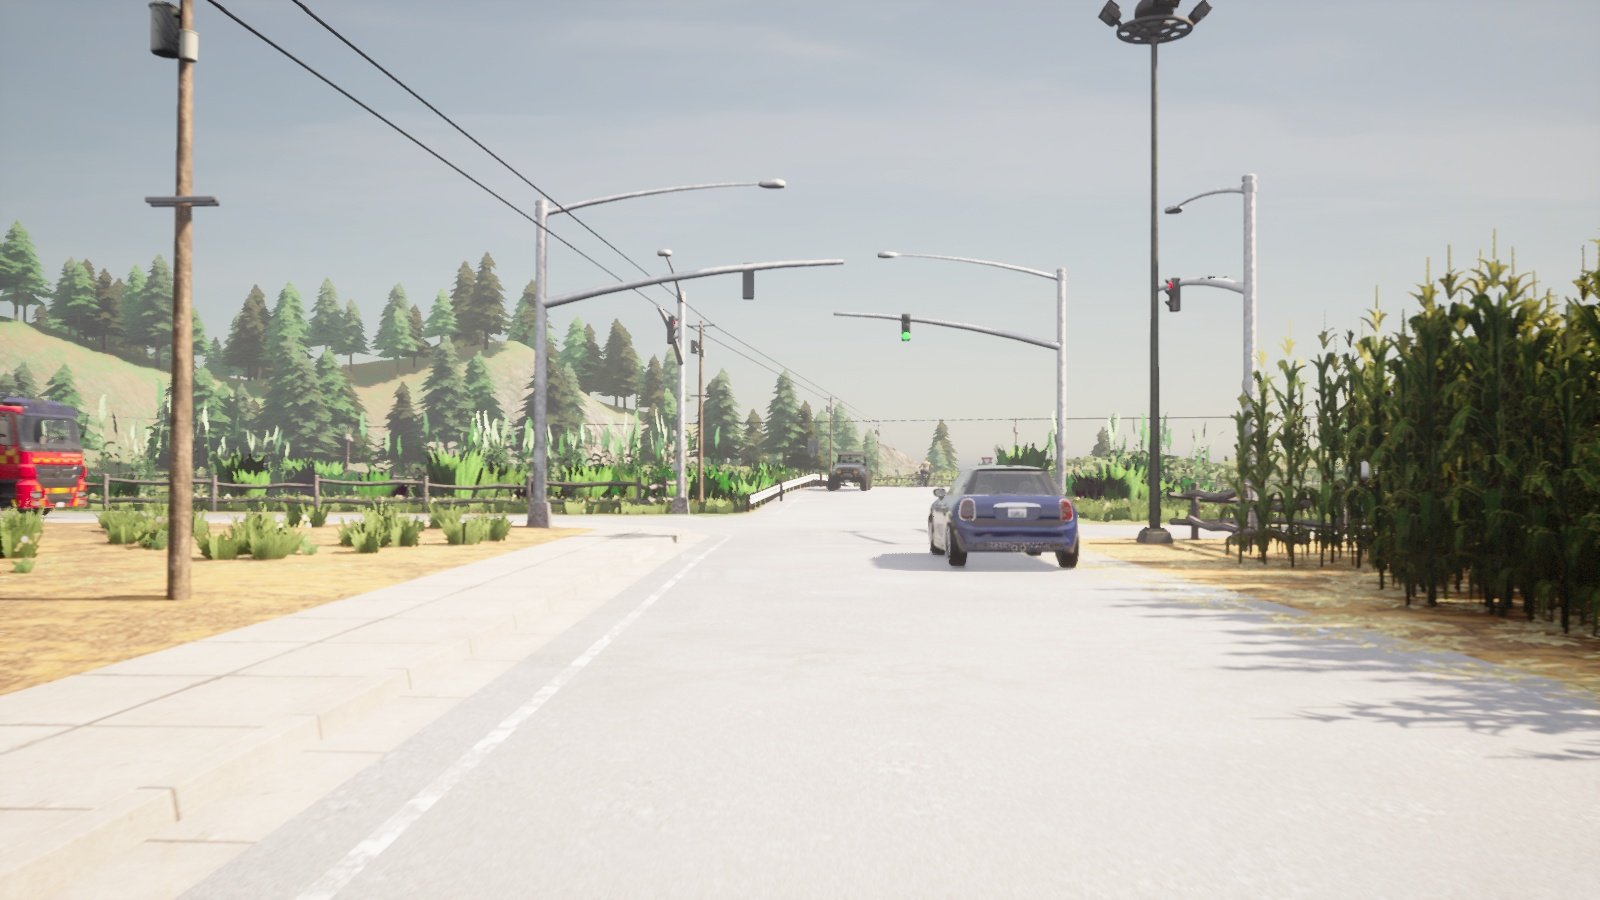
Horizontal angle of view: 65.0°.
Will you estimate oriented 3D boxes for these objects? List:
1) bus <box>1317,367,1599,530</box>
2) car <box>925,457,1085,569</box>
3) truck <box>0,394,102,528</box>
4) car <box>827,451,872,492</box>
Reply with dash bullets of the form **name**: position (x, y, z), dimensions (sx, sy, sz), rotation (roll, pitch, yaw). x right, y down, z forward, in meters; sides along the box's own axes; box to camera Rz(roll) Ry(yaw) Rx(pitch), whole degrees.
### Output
- **bus**: position (20.546, -0.041, 35.356), dimensions (10.273, 4.253, 3.944), rotation (-1, -1, 0)
- **car**: position (3.483, 1.038, 22.219), dimensions (2.097, 1.767, 4.553), rotation (0, -1, 0)
- **truck**: position (-25.748, 0.354, 37.317), dimensions (8.468, 3.827, 2.891), rotation (0, -1, 3)
- **car**: position (2.442, 1.004, 61.194), dimensions (1.905, 1.878, 3.866), rotation (0, 0, 7)
